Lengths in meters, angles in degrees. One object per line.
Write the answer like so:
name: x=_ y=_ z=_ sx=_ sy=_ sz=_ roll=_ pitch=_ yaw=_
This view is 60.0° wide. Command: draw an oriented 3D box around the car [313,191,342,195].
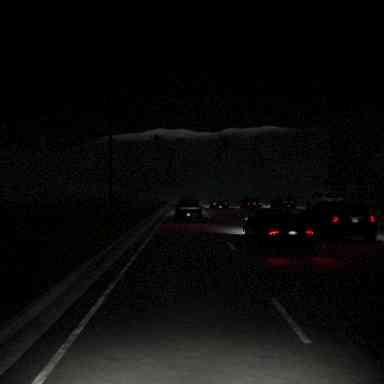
car: x=13.582 y=0.936 z=34.203 sx=2.150 sy=2.045 sz=5.566 roll=0 pitch=1 yaw=0

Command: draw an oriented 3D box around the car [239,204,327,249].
car: x=3.402 y=1.431 z=13.863 sx=2.033 sy=1.411 sz=5.357 roll=0 pitch=0 yaw=-1

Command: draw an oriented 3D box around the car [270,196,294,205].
car: x=10.041 y=1.183 z=36.848 sx=2.128 sy=1.511 sz=4.902 roll=0 pitch=0 yaw=-1

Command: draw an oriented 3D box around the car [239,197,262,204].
car: x=6.533 y=1.235 z=37.431 sx=2.033 sy=1.411 sz=5.357 roll=0 pitch=0 yaw=-1

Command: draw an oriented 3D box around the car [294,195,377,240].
car: x=6.847 y=1.216 z=16.135 sx=2.097 sy=1.767 sz=4.553 roll=0 pitch=0 yaw=-1

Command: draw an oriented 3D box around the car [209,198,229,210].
car: x=3.022 y=1.283 z=38.124 sx=1.895 sy=1.301 sz=4.718 roll=0 pitch=0 yaw=-1

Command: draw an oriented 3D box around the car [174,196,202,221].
car: x=-0.271 y=1.287 z=24.612 sx=2.128 sy=1.511 sz=4.902 roll=0 pitch=0 yaw=-1
